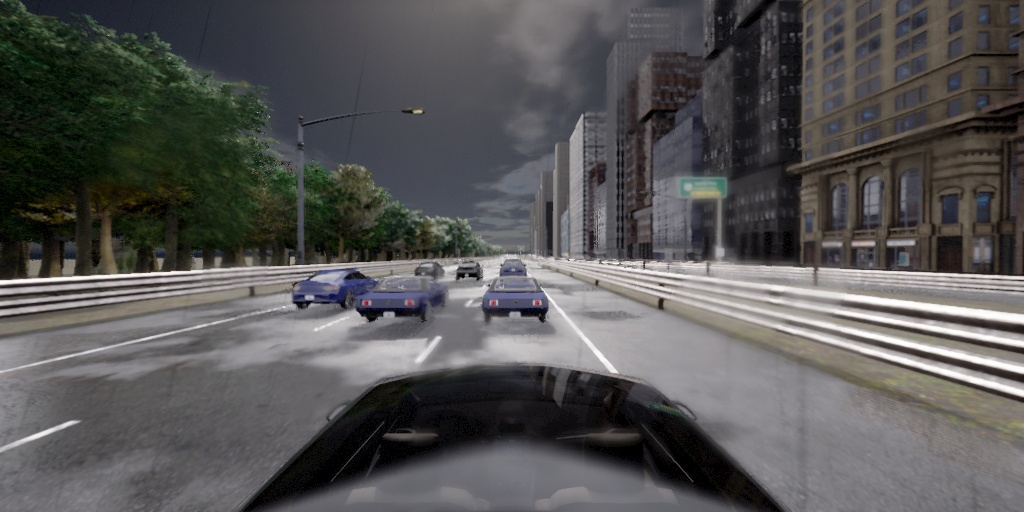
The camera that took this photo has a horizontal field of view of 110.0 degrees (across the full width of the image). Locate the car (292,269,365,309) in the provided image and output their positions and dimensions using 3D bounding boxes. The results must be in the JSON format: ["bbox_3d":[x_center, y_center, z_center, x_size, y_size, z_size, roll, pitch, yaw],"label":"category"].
[{"bbox_3d":[-6.904,1.244,14.534,1.812,1.442,4.674,0,0,0],"label":"car"}]

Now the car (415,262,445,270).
[{"bbox_3d":[-6.906,1.206,30.314,1.812,1.442,4.674,0,0,0],"label":"car"}]

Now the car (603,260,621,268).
[{"bbox_3d":[16.138,1.306,58.952,1.994,1.385,4.181,0,0,-18],"label":"car"}]

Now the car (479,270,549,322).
[{"bbox_3d":[0.098,1.324,12.168,1.895,1.301,4.718,0,0,0],"label":"car"}]

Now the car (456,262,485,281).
[{"bbox_3d":[-3.405,1.187,29.421,1.837,1.490,4.892,0,0,0],"label":"car"}]

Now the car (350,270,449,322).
[{"bbox_3d":[-3.402,1.325,12.164,1.895,1.301,4.718,0,0,0],"label":"car"}]

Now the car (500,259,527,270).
[{"bbox_3d":[0.096,1.035,29.042,2.097,1.767,4.553,0,0,0],"label":"car"}]
